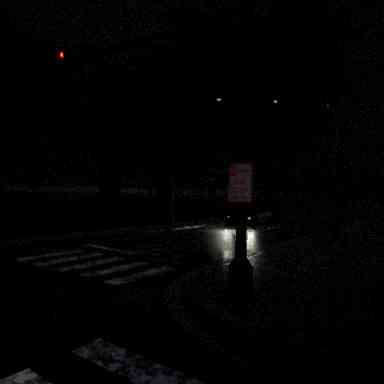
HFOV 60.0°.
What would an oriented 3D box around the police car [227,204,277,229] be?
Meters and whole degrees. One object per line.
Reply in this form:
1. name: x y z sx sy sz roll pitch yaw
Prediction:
1. police car: 4.217 1.671 23.393 2.038 1.542 4.974 2 0 36
